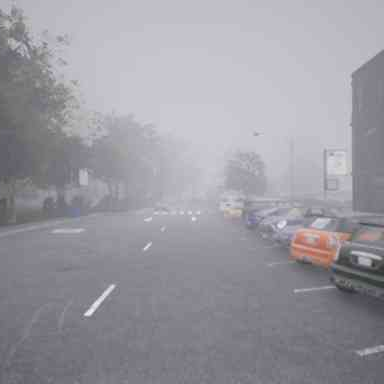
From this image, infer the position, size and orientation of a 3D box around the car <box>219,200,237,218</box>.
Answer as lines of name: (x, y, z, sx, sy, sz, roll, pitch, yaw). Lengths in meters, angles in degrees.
car: (5.339, 1.682, 28.140, 5.366, 1.575, 1.946, 1, 0, -20)

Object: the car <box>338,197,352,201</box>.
car: (21.519, 1.853, 50.260, 2.163, 1.488, 4.792, -1, 0, -21)

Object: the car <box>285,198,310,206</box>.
car: (21.287, 1.998, 67.206, 2.163, 1.488, 4.792, 0, -1, -21)

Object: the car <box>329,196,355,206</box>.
car: (30.366, 1.817, 67.410, 2.185, 1.767, 4.553, 1, -2, -21)

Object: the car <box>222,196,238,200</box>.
car: (5.557, 1.486, 34.234, 5.566, 2.045, 2.435, 1, -1, -20)

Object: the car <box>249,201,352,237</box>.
car: (5.485, 1.464, 16.194, 4.553, 1.767, 2.185, 1, 0, -20)

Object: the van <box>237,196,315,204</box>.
van: (5.597, 1.414, 22.242, 4.442, 1.987, 1.878, 1, -1, -20)

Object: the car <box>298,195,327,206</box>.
car: (24.309, 1.709, 67.276, 2.435, 2.045, 5.566, 0, -1, -21)

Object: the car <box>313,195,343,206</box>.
car: (27.370, 1.699, 67.297, 2.435, 2.045, 5.566, 1, -1, -21)

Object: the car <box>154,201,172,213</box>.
car: (-3.694, 1.910, 43.612, 2.033, 1.411, 5.357, 0, 0, 2)

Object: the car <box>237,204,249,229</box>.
car: (5.462, 1.614, 19.196, 5.008, 1.535, 2.097, 1, -1, -20)

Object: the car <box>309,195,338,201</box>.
car: (18.602, 1.580, 50.162, 2.435, 2.045, 5.566, 0, 0, -21)

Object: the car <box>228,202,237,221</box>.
car: (5.507, 1.703, 25.198, 4.674, 1.452, 2.002, 1, 0, -20)

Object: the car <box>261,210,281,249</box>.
car: (5.432, 1.605, 13.184, 4.674, 1.452, 2.002, 1, 0, -20)

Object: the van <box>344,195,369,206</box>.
van: (33.347, 1.710, 67.548, 1.878, 1.987, 4.442, 0, -1, -21)

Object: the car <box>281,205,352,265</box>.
car: (5.378, 1.416, 10.177, 4.553, 1.767, 2.185, 1, -1, -20)

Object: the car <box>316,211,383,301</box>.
car: (5.355, 1.393, 7.176, 4.553, 1.767, 2.185, 1, -1, -20)
